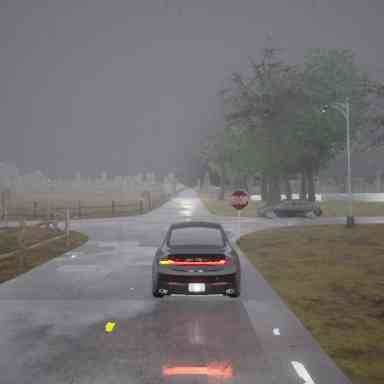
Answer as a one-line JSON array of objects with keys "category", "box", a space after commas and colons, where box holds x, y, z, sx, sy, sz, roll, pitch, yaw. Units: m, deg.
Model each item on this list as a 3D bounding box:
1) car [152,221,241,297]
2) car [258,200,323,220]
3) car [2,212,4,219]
[{"category": "car", "box": [0.095, 1.504, 8.532, 1.837, 1.490, 4.892, 0, 0, 0]}, {"category": "car", "box": [7.617, 1.400, 26.024, 4.892, 1.490, 1.837, -1, -1, 6]}, {"category": "car", "box": [-15.431, 1.483, 22.611, 4.902, 1.511, 2.128, 0, -1, 1]}]
